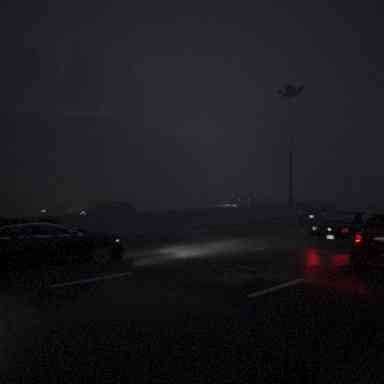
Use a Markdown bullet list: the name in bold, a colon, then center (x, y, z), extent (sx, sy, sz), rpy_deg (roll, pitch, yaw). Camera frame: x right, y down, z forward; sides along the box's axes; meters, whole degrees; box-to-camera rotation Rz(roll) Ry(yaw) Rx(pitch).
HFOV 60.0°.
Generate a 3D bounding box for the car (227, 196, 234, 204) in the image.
- **car**: center (7.883, 1.435, 59.711), extent (2.128, 1.511, 4.902), rpy_deg (0, 0, 32)

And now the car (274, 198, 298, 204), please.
- **car**: center (14.572, 1.515, 50.575), extent (1.895, 1.301, 4.718), rpy_deg (0, 0, 32)

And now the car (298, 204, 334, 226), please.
- **car**: center (8.775, 1.516, 22.477), extent (1.994, 1.385, 4.181), rpy_deg (0, 0, 39)

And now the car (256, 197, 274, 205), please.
- **car**: center (12.469, 1.486, 53.829), extent (1.994, 1.385, 4.181), rpy_deg (0, 0, 32)

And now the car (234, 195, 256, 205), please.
- **car**: center (9.377, 1.290, 55.483), extent (2.097, 1.767, 4.553), rpy_deg (0, 0, 32)

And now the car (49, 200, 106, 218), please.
- **car**: center (-10.880, 1.547, 32.008), extent (1.837, 1.490, 4.892), rpy_deg (0, 0, 43)

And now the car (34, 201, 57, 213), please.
- **car**: center (-10.556, 1.394, 27.448), extent (4.553, 1.767, 2.097), rpy_deg (0, 0, -44)

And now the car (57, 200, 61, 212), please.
- **car**: center (-7.500, 1.381, 25.549), extent (2.097, 1.767, 4.553), rpy_deg (0, 0, 45)

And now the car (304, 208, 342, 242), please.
- **car**: center (7.241, 1.562, 15.326), extent (1.895, 1.301, 4.718), rpy_deg (0, 0, 44)

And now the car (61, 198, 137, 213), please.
- **car**: center (-5.930, 1.374, 22.251), extent (4.553, 1.767, 2.097), rpy_deg (0, 0, -44)

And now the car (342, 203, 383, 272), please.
- **car**: center (6.476, 1.319, 9.736), extent (4.553, 1.767, 2.097), rpy_deg (0, 0, -43)

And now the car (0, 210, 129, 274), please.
- **car**: center (-4.391, 1.510, 9.538), extent (4.902, 1.511, 2.128), rpy_deg (0, 0, -37)
